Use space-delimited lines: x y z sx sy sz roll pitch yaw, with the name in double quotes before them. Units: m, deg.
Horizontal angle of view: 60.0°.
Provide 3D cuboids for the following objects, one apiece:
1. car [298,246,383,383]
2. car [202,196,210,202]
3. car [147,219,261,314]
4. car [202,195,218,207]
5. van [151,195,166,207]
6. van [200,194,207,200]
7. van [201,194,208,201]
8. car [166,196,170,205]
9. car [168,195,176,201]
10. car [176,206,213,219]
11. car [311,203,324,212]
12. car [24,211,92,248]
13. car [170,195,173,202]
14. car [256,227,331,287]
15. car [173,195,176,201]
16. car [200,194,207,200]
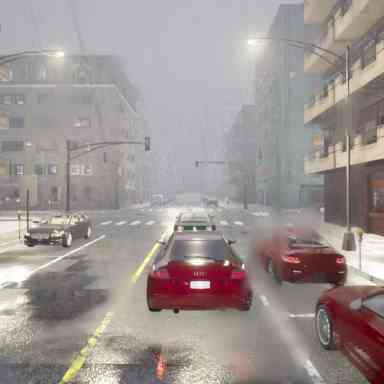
"car" 2.672 1.583 3.330 1.802 1.307 4.206 1 0 0
"car" 3.116 1.590 75.381 1.802 1.307 4.206 1 0 0
"car" 0.117 1.566 7.726 1.994 1.385 4.181 0 0 -1
"car" 3.035 1.558 51.123 2.008 1.369 4.403 1 0 0
"van" -5.512 1.349 52.796 1.690 1.788 3.998 1 0 0
"van" 3.252 1.350 92.391 1.690 1.788 3.998 1 0 0
"van" 3.208 1.349 86.721 1.690 1.788 3.998 1 0 0
"car" -5.396 1.574 58.459 1.947 1.339 4.313 1 0 0
"car" -5.175 1.554 86.811 1.887 1.381 4.507 1 0 0
"car" 0.125 1.604 16.544 1.895 1.301 4.718 0 0 0
"car" 15.599 1.518 36.878 4.507 1.381 1.887 0 -1 1
"car" -5.749 1.554 14.751 2.008 1.369 4.403 1 0 0
"car" -5.350 1.448 64.129 1.967 1.590 4.097 1 0 0
"car" 2.680 1.584 9.001 1.802 1.307 4.206 1 0 0
"car" -5.264 1.575 75.471 1.947 1.339 4.313 1 0 0
"car" 3.072 1.558 69.711 2.008 1.369 4.403 1 0 0
